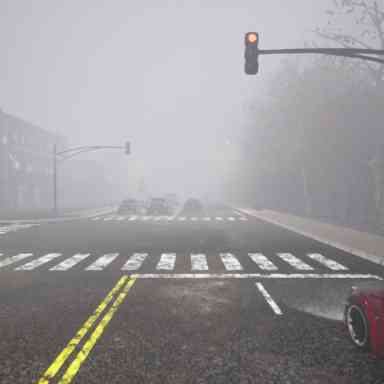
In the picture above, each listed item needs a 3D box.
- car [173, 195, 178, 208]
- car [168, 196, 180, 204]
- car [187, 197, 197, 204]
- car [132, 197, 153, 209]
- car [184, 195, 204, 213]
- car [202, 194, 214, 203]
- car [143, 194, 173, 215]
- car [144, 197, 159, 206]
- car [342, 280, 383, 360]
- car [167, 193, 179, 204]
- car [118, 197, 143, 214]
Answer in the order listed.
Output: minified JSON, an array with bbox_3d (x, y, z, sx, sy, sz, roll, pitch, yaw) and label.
[{"bbox_3d":[-3.402,1.532,43.596,2.033,1.411,5.357,0,0,1],"label":"car"},{"bbox_3d":[-3.393,1.521,64.559,2.033,1.411,5.357,0,0,0],"label":"car"},{"bbox_3d":[0.001,1.574,65.564,1.895,1.301,4.718,0,0,0],"label":"car"},{"bbox_3d":[-6.654,1.475,45.089,2.128,1.511,4.902,0,0,0],"label":"car"},{"bbox_3d":[0.062,1.464,37.609,1.882,1.535,5.008,0,0,0],"label":"car"},{"bbox_3d":[3.248,1.574,66.101,1.895,1.301,4.718,0,0,0],"label":"car"},{"bbox_3d":[-3.396,1.341,34.123,2.097,1.767,4.553,0,0,0],"label":"car"},{"bbox_3d":[-6.657,1.504,55.222,1.812,1.442,4.674,0,0,0],"label":"car"},{"bbox_3d":[3.348,1.563,3.519,1.994,1.385,4.181,0,0,0],"label":"car"},{"bbox_3d":[-3.415,1.201,53.954,2.150,2.045,5.566,0,0,1],"label":"car"},{"bbox_3d":[-6.646,1.493,35.665,1.837,1.490,4.892,0,0,0],"label":"car"}]
